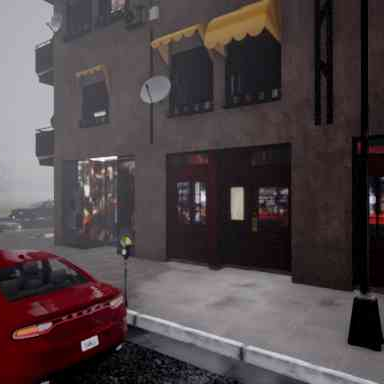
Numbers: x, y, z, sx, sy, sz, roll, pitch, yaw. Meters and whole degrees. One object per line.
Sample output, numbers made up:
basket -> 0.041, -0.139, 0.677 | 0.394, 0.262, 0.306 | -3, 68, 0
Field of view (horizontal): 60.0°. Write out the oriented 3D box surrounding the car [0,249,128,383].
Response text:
car -> -2.945, 1.544, 4.995 | 4.507, 1.381, 1.887 | 0, 0, 36

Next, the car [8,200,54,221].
car -> -11.013, 1.359, 25.564 | 2.033, 1.411, 5.357 | 0, 1, 35
